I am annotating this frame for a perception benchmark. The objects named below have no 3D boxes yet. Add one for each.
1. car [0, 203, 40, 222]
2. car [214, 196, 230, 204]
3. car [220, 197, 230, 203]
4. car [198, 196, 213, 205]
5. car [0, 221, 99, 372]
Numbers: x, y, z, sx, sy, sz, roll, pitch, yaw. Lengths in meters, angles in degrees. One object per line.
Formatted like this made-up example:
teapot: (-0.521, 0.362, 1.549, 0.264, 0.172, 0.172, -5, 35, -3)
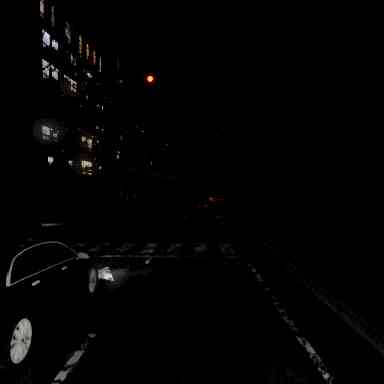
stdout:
car: (-12.689, 1.424, 22.726, 4.181, 1.385, 1.994, 1, 0, -18)
car: (6.186, 1.738, 68.845, 1.837, 1.490, 4.892, 0, 0, 10)
car: (7.854, 1.852, 78.672, 1.994, 1.385, 4.181, 0, 0, 12)
car: (2.468, 1.740, 66.287, 1.812, 1.442, 4.674, 0, 0, 9)
car: (-3.047, 1.507, 5.641, 1.837, 1.490, 4.892, 0, 0, 1)
